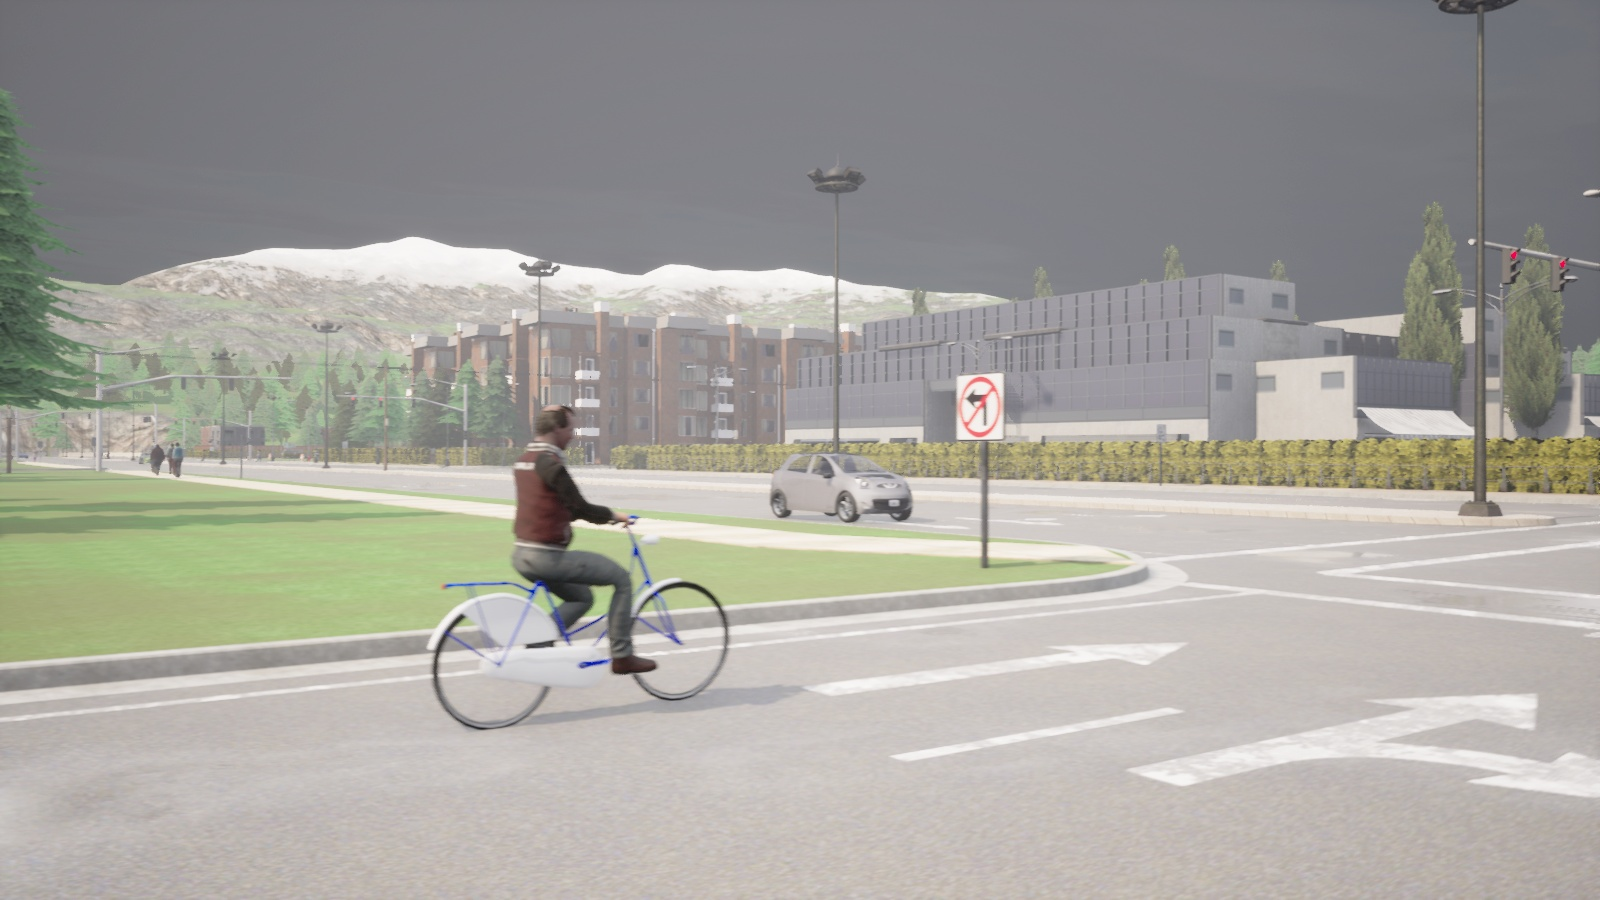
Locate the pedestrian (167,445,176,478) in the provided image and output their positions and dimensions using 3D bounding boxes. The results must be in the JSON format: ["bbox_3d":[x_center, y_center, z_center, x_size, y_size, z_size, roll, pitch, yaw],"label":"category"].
[{"bbox_3d":[-34.966,0.629,69.860,0.353,1.847,0.614,0,0,-35],"label":"pedestrian"}]

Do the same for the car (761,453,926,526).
[{"bbox_3d":[0.904,0.825,27.905,1.845,1.501,3.633,0,0,-36],"label":"car"}]

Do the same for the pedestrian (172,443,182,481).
[{"bbox_3d":[-31.573,0.606,63.615,0.396,1.930,0.692,0,0,-33],"label":"pedestrian"}]

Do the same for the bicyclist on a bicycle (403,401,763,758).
[{"bbox_3d":[-1.188,0.633,7.097,1.843,1.776,0.659,-2,1,-35],"label":"bicyclist on a bicycle"}]

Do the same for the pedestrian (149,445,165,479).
[{"bbox_3d":[-35.089,0.626,68.532,0.634,1.844,0.899,0,0,-35],"label":"pedestrian"}]
